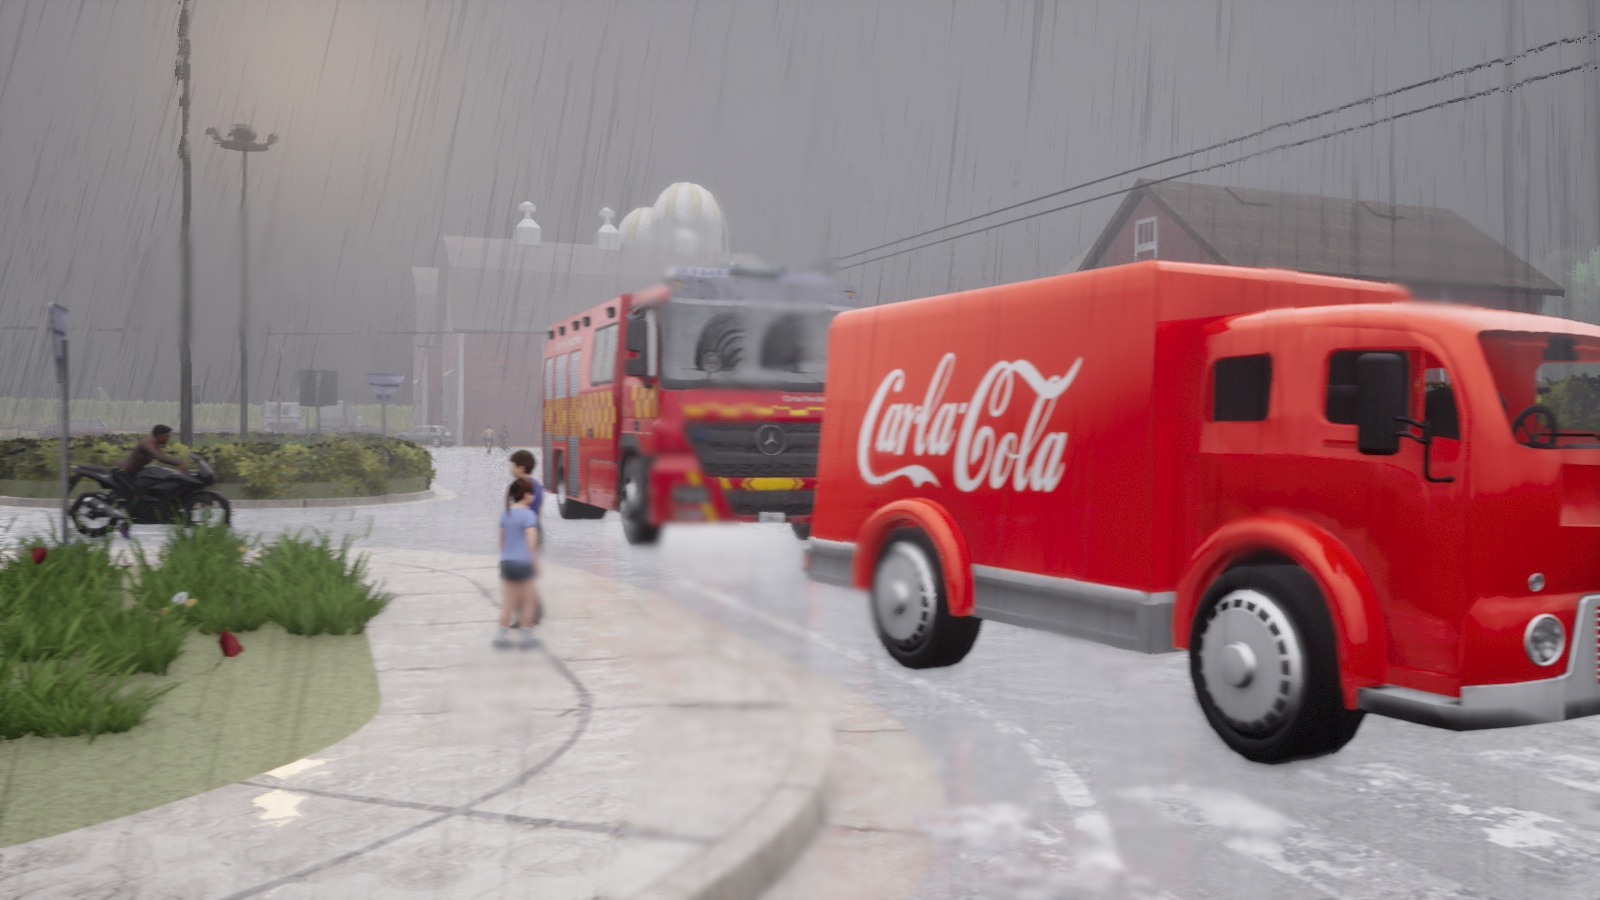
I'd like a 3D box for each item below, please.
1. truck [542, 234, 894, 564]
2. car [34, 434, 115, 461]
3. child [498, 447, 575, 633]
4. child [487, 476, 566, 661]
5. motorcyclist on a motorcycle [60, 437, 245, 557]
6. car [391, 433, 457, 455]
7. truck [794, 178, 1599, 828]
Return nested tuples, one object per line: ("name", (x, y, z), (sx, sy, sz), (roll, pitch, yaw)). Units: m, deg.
("truck", (-1.723, -0.658, 19.029), (2.891, 3.827, 8.468), (-1, 1, -21))
("car", (-49.146, -0.198, 85.194), (4.553, 1.767, 2.097), (-1, 1, -23))
("child", (-1.822, 0.611, 8.703), (0.437, 1.263, 0.270), (0, 1, 8))
("child", (-1.712, 0.724, 7.876), (0.255, 1.110, 0.394), (0, 1, 36))
("motorcyclist on a motorcycle", (-8.621, 0.600, 16.810), (2.044, 1.523, 0.797), (-1, 1, -14))
("car", (-25.480, -0.409, 85.220), (3.806, 1.475, 1.970), (-1, 1, 13))
("truck", (2.377, 0.161, 7.674), (2.627, 2.467, 5.204), (-1, 1, -29))
